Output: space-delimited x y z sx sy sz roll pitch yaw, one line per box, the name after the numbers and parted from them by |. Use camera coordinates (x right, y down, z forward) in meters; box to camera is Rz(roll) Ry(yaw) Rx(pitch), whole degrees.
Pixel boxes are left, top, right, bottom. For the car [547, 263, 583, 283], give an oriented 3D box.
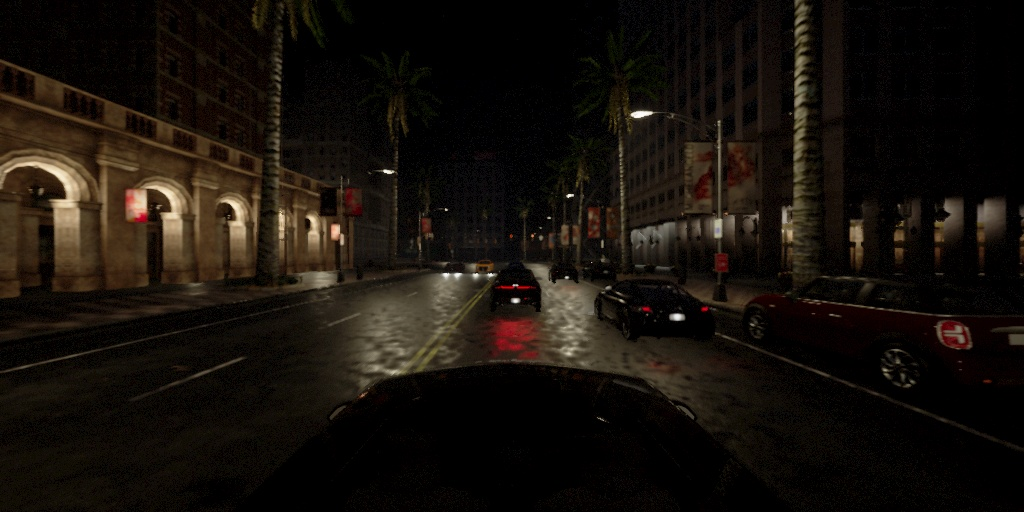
3.794 1.226 27.021 1.837 1.490 4.892 0 0 1 | car

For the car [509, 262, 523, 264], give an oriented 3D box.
0.337 1.242 31.441 1.812 1.442 4.674 0 0 0 | car

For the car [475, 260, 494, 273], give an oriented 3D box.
-3.147 1.190 42.019 1.882 1.535 5.008 0 0 1 | car

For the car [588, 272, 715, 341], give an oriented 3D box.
3.615 1.305 9.833 1.994 1.385 4.181 0 0 0 | car

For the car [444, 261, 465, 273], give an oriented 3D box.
-6.648 1.274 42.025 1.994 1.385 4.181 0 0 1 | car

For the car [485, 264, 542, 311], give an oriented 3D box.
0.148 1.240 14.310 1.837 1.490 4.892 0 0 1 | car
